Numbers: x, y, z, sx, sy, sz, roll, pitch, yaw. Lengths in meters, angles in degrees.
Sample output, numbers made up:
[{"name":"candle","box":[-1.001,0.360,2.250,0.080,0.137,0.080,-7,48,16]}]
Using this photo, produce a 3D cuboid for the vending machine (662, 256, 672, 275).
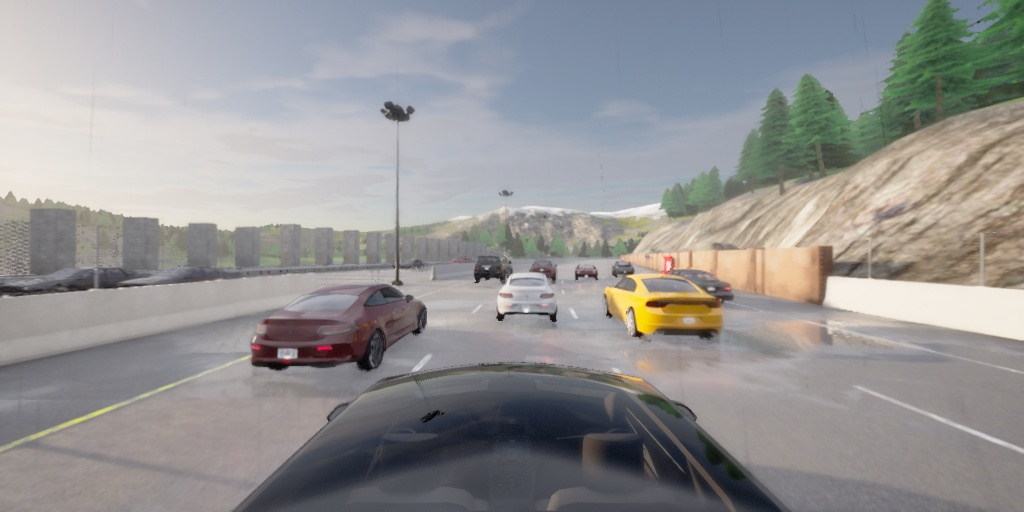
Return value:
[{"name":"vending machine","box":[16.291,0.963,37.590,1.100,2.100,0.880,0,0,13]}]

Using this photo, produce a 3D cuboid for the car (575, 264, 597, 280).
[{"name":"car","box":[6.451,1.348,31.327,1.895,1.301,4.718,0,0,10]}]

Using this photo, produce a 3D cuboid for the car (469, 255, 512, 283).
[{"name":"car","box":[-1.332,0.952,27.268,2.150,2.045,5.566,0,0,9]}]

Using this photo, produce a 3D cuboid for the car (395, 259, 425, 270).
[{"name":"car","box":[-14.317,1.186,51.510,1.837,1.490,4.892,0,1,14]}]

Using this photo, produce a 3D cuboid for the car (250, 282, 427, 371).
[{"name":"car","box":[-3.213,1.264,7.565,1.812,1.442,4.674,0,0,2]}]

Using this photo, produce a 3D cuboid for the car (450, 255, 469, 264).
[{"name":"car","box":[-8.416,0.908,60.196,2.150,2.045,5.566,0,0,15]}]

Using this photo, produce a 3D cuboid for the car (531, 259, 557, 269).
[{"name":"car","box":[2.643,1.091,29.731,2.097,1.767,4.553,0,0,9]}]

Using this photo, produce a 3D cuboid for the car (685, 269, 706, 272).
[{"name":"car","box":[7.848,1.308,16.185,2.033,1.411,5.357,0,0,6]}]

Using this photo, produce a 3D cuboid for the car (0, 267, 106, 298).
[{"name":"car","box":[-20.340,1.238,17.247,2.033,1.411,5.357,0,0,5]}]

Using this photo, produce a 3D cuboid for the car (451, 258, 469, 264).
[{"name":"car","box":[-6.723,1.303,52.913,1.895,1.301,4.718,0,0,15]}]

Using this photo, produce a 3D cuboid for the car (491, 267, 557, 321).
[{"name":"car","box":[0.553,1.270,12.343,1.812,1.442,4.674,0,0,4]}]

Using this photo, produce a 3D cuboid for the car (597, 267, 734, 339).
[{"name":"car","box":[3.922,1.232,10.172,1.882,1.535,5.008,0,0,3]}]

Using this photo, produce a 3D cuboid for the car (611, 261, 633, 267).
[{"name":"car","box":[10.746,1.247,34.883,2.128,1.511,4.902,0,0,12]}]

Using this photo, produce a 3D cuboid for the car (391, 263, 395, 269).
[{"name":"car","box":[-16.798,1.276,55.850,1.895,1.301,4.718,0,0,15]}]

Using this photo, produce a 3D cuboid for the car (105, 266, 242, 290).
[{"name":"car","box":[-16.712,1.246,18.522,2.033,1.411,5.357,0,0,5]}]
